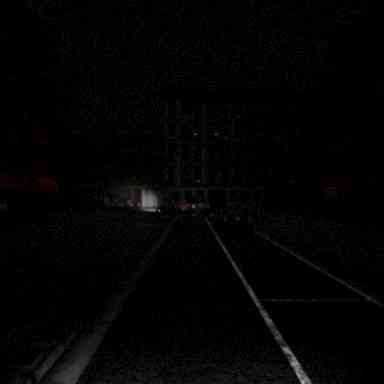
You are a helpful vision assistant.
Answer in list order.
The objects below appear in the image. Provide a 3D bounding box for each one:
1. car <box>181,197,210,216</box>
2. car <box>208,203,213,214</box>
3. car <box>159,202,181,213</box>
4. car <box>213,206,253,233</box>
[{"bbox_3d":[0.760,1.606,38.033,2.150,2.045,5.566,-1,-1,12],"label":"car"},{"bbox_3d":[2.615,1.810,26.519,2.008,1.369,4.403,0,-1,0],"label":"car"},{"bbox_3d":[-2.462,2.003,43.620,1.895,1.301,4.718,2,-1,-37],"label":"car"},{"bbox_3d":[2.622,1.644,21.016,1.967,1.590,4.097,0,-1,0],"label":"car"}]
